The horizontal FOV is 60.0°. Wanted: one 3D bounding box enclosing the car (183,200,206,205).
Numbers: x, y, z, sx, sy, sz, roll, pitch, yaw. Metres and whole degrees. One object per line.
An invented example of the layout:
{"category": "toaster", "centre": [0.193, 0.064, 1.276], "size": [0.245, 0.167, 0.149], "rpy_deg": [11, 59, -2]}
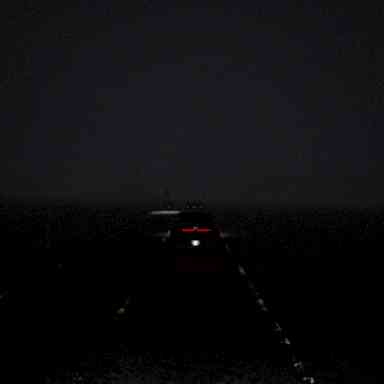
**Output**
{"category": "car", "centre": [0.202, 1.491, 29.803], "size": [2.128, 1.511, 4.902], "rpy_deg": [0, 0, 0]}

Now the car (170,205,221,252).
{"category": "car", "centre": [0.138, 1.501, 13.843], "size": [1.837, 1.490, 4.892], "rpy_deg": [0, 0, 0]}

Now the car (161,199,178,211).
{"category": "car", "centre": [-2.687, 1.569, 40.711], "size": [1.994, 1.385, 4.181], "rpy_deg": [0, 0, 0]}
